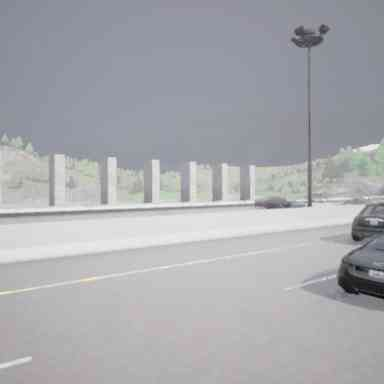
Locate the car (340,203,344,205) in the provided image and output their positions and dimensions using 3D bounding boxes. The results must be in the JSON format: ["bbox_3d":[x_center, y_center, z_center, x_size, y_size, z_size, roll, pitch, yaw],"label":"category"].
[{"bbox_3d":[16.512,1.303,33.230,4.181,1.385,1.994,0,0,-37],"label":"car"}]

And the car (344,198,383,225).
[{"bbox_3d":[8.931,1.228,14.402,4.553,1.767,2.097,-1,0,-36],"label":"car"}]

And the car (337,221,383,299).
[{"bbox_3d":[5.115,1.498,7.382,4.181,1.385,1.994,-1,0,-35],"label":"car"}]

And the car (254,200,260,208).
[{"bbox_3d":[9.849,1.215,41.356,5.008,1.535,1.882,0,0,-37],"label":"car"}]

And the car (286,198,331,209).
[{"bbox_3d":[12.298,1.359,34.457,4.718,1.301,1.895,-1,0,-37],"label":"car"}]

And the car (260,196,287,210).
[{"bbox_3d":[10.280,1.356,37.318,4.718,1.301,1.895,-1,0,-37],"label":"car"}]
